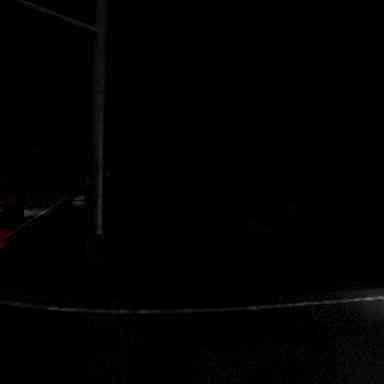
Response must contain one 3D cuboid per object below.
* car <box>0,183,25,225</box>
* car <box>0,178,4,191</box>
[{"bbox_3d":[-9.658,0.524,16.223,2.097,1.767,4.553,1,2,-16],"label":"car"},{"bbox_3d":[-30.335,-1.160,48.587,4.553,1.767,2.097,2,2,8],"label":"car"}]
